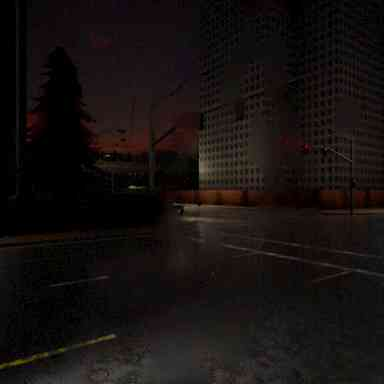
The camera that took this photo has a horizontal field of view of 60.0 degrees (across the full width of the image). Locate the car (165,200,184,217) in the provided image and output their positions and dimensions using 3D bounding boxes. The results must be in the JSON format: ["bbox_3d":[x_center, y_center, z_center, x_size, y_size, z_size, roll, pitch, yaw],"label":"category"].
[{"bbox_3d":[-2.617,1.491,31.925,2.128,1.511,4.902,0,0,-36],"label":"car"}]
